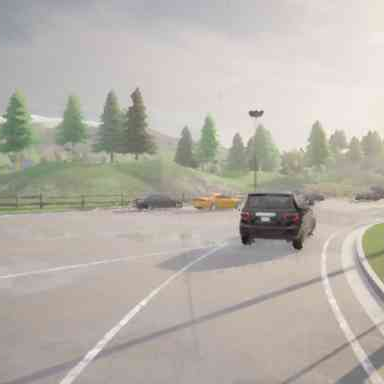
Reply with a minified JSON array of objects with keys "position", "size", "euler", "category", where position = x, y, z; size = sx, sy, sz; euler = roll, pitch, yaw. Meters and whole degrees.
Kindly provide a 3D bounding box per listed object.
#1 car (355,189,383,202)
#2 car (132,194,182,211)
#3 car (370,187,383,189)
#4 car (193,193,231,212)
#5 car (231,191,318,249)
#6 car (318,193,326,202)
[{"position":[25.589,0.617,48.120],"size":[5.357,1.411,2.033],"euler":[-1,2,-39],"category":"car"},{"position":[-3.040,0.886,29.409],"size":[4.674,1.442,1.812],"euler":[-1,1,-39],"category":"car"},{"position":[33.458,0.092,59.002],"size":[5.566,2.045,2.150],"euler":[-1,2,-39],"category":"car"},{"position":[2.356,0.861,29.278],"size":[5.008,1.535,1.882],"euler":[-1,1,-39],"category":"car"},{"position":[3.623,0.946,13.521],"size":[2.150,2.045,5.566],"euler":[0,1,26],"category":"car"},{"position":[16.334,0.662,45.121],"size":[4.181,1.385,1.994],"euler":[-1,1,-39],"category":"car"}]
